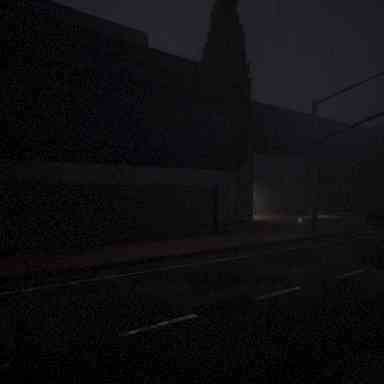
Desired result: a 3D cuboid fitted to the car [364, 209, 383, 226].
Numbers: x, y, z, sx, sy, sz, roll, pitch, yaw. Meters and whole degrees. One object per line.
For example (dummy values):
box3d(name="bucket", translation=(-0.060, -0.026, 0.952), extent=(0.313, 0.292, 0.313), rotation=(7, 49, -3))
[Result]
box3d(name="car", translation=(14.020, 1.548, 21.231), extent=(2.033, 1.411, 5.357), rotation=(0, 0, -38))

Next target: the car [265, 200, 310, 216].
box3d(name="car", translation=(9.387, 1.526, 33.132), extent=(1.812, 1.442, 4.674), rotation=(0, 0, -37))

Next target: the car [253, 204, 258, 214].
box3d(name="car", translation=(4.505, 1.352, 33.821), extent=(2.097, 1.767, 4.553), rotation=(0, 0, -37))

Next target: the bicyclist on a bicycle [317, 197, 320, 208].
box3d(name="bicyclist on a bicycle", translation=(16.181, 1.303, 43.227), extent=(1.656, 1.620, 0.582), rotation=(0, 0, -37))
